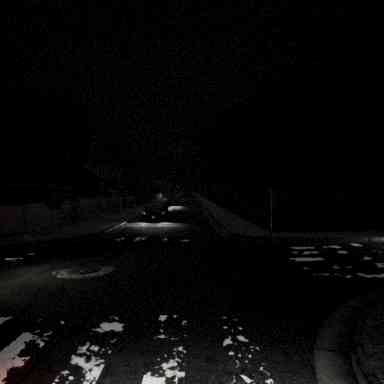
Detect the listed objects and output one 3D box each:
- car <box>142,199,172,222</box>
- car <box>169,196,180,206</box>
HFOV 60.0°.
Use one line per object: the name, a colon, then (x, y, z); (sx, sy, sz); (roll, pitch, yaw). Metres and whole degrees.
car: (-2.823, 1.535, 26.458); (1.812, 1.442, 4.674); (0, 0, 0)
car: (-2.900, 1.435, 52.842); (2.128, 1.511, 4.902); (0, 0, 0)
